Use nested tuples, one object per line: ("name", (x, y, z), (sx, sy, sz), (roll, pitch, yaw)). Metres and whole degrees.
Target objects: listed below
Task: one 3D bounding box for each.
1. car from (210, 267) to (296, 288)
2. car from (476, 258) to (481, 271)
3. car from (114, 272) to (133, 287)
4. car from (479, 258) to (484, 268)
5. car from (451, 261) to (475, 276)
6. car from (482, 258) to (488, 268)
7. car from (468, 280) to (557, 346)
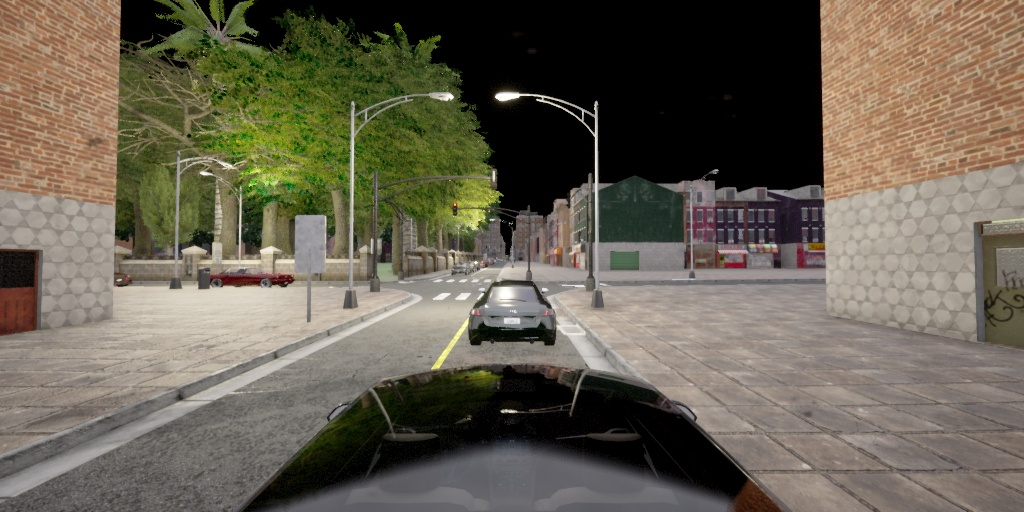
("car", (-16.094, 1.341, 22.052), (4.718, 1.301, 1.895), (0, -1, 0))
("car", (-5.471, 1.344, 45.592), (2.007, 1.370, 4.403), (0, 0, 0))
("car", (-26.120, 1.299, 22.021), (4.181, 1.385, 1.994), (0, -1, 0))
("car", (-5.504, 1.370, 51.042), (1.948, 1.339, 4.313), (0, 0, 0))
("car", (-5.455, 1.332, 38.456), (2.007, 1.370, 4.403), (0, 0, 0))
("car", (-5.570, 1.416, 61.941), (1.802, 1.307, 4.207), (0, 0, 0))
("car", (0.035, 1.317, 9.448), (1.994, 1.385, 4.181), (0, 0, 1))
